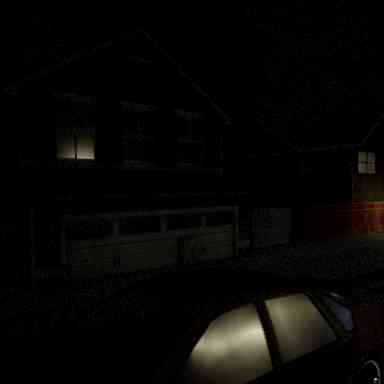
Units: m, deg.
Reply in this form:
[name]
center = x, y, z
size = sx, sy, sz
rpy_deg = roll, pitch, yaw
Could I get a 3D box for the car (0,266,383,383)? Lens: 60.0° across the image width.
[car]
center = 0.101, 1.547, 3.167
size = 5.357, 1.411, 2.033
rpy_deg = 0, 0, -36
